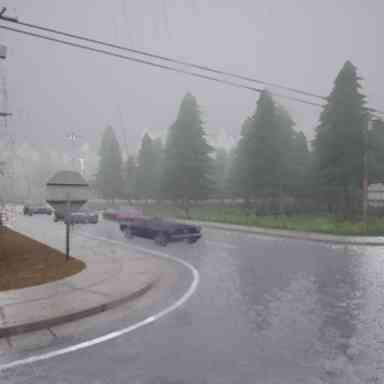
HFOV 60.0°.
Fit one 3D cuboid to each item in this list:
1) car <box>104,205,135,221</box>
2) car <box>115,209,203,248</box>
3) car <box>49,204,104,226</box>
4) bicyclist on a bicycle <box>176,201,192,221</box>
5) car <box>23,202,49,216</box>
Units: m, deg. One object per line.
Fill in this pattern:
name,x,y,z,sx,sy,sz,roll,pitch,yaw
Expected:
car,-5.742,1.732,27.039,1.994,1.385,4.181,1,-1,-38
car,-1.604,1.731,15.852,1.895,1.301,4.718,1,-1,-38
car,-8.682,1.474,24.817,2.097,1.767,4.553,1,0,-38
bicyclist on a bicycle,-0.633,1.517,26.699,1.656,1.620,0.582,1,0,-38
car,-15.635,1.680,33.637,1.994,1.385,4.181,1,-1,-38
